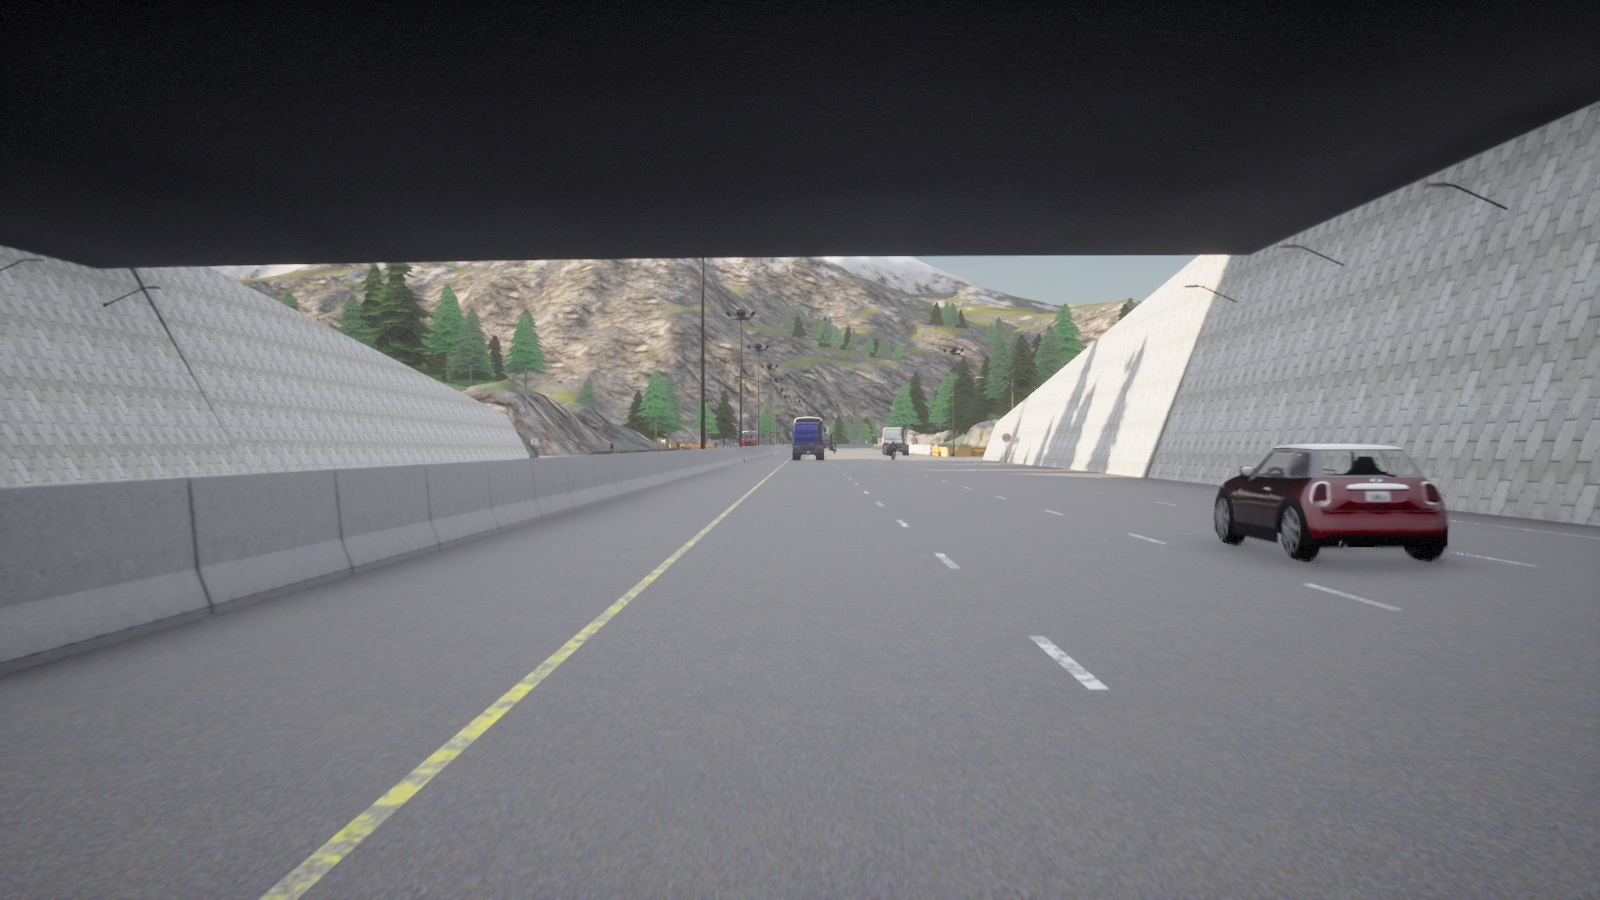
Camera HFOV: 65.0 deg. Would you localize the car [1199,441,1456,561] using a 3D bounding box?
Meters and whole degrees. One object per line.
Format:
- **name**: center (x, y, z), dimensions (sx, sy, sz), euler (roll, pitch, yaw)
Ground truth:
- **car**: center (7.114, 0.619, 17.388), dimensions (1.970, 1.475, 3.806), euler (0, 0, 0)
